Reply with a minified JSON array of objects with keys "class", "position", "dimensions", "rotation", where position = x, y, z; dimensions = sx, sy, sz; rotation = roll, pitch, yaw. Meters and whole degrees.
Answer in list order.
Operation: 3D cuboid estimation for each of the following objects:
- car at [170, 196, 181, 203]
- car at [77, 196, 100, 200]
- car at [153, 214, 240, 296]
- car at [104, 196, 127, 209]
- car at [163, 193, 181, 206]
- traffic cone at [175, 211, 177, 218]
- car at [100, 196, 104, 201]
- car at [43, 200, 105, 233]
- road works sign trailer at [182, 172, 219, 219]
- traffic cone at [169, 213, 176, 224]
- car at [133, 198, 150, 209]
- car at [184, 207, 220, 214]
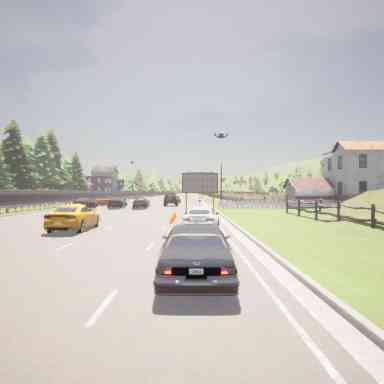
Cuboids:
[{"class":"car","position":[-3.319,1.564,68.547],"dimensions":[1.994,1.385,4.181],"rotation":[0,0,0]},{"class":"car","position":[-13.849,1.478,43.106],"dimensions":[1.882,1.535,5.008],"rotation":[0,0,0]},{"class":"car","position":[0.108,1.547,8.795],"dimensions":[2.033,1.411,5.357],"rotation":[0,0,1]},{"class":"car","position":[-10.346,1.477,46.362],"dimensions":[1.882,1.535,5.008],"rotation":[0,0,0]},{"class":"car","position":[-3.337,1.221,53.331],"dimensions":[2.150,2.045,5.566],"rotation":[0,0,0]},{"class":"traffic cone","position":[-1.458,1.955,25.151],"dimensions":[0.340,0.580,0.340],"rotation":[0,0,0]},{"class":"car","position":[-13.839,1.352,53.104],"dimensions":[2.097,1.767,4.553],"rotation":[0,0,0]},{"class":"car","position":[-6.877,1.477,19.517],"dimensions":[1.882,1.535,5.008],"rotation":[0,0,0]},{"class":"road works sign trailer","position":[0.511,0.464,22.059],"dimensions":[2.380,3.560,2.880],"rotation":[0,0,-4]},{"class":"traffic cone","position":[-1.460,1.955,23.151],"dimensions":[0.340,0.580,0.340],"rotation":[0,0,0]},{"class":"car","position":[-6.847,1.493,45.190],"dimensions":[2.128,1.511,4.902],"rotation":[0,0,0]},{"class":"car","position":[0.517,1.538,18.445],"dimensions":[1.812,1.442,4.674],"rotation":[0,-1,6]}]
